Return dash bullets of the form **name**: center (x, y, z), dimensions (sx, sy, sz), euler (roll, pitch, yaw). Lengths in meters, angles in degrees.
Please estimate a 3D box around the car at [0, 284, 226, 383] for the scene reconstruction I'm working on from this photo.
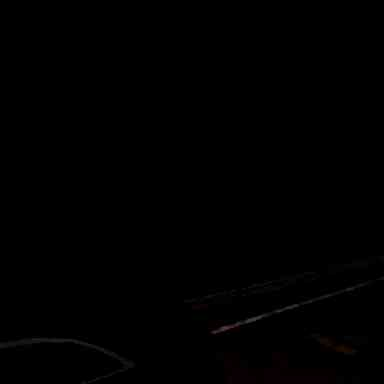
- **car**: center (-2.000, 1.489, 1.949), dimensions (4.902, 1.511, 2.128), euler (0, 0, -35)
